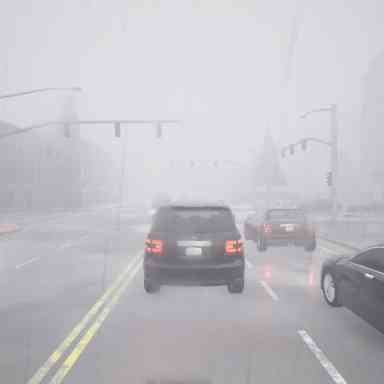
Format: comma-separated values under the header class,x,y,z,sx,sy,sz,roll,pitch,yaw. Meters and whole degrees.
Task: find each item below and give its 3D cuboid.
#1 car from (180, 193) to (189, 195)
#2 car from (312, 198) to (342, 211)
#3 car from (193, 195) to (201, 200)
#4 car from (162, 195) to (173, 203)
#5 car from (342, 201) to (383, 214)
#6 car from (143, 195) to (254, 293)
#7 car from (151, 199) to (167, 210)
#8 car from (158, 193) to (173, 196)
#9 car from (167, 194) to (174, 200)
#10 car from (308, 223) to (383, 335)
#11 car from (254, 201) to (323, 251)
class,x,y,z,sx,sy,sz,roll,pitch,yaw
car,-1.810,1.496,80.223,1.837,1.490,4.892,0,0,-1
car,14.428,1.505,37.571,4.892,1.490,1.837,0,0,-2
car,1.445,1.552,90.370,1.994,1.385,4.181,0,0,-1
car,-5.040,1.478,69.091,1.882,1.535,5.008,0,0,-1
car,18.479,1.601,34.180,4.718,1.301,1.895,0,0,-2
car,0.052,1.221,8.989,2.150,2.045,5.566,0,0,0
car,-4.384,1.601,44.127,1.895,1.301,4.718,0,0,-3
car,-4.830,1.215,57.253,2.150,2.045,5.566,0,1,-1
car,-5.403,1.286,84.018,1.812,1.442,4.674,0,0,-1
car,3.606,1.505,5.087,1.837,1.490,4.892,0,0,0
car,3.532,1.352,14.168,2.097,1.767,4.553,0,0,0
